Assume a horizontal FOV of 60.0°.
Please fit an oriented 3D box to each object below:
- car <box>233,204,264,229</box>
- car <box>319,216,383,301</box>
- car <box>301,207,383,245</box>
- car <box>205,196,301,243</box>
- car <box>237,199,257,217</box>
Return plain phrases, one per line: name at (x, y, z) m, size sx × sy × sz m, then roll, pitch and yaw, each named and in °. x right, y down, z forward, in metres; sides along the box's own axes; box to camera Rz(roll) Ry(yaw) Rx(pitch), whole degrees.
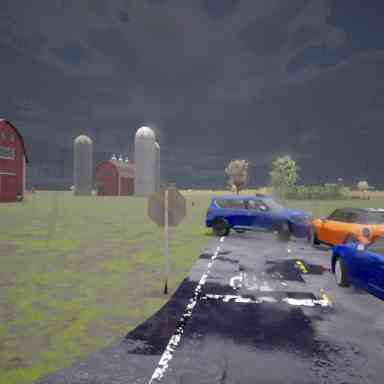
car at (3.818, 1.598, 22.711) m, size 1.895 × 1.301 × 4.718 m, roll 0°, pitch 0°, yaw 9°
car at (4.471, 1.479, 6.310) m, size 1.882 × 1.535 × 5.008 m, roll 0°, pitch 0°, yaw -3°
car at (6.183, 1.361, 12.668) m, size 2.097 × 1.767 × 4.553 m, roll 0°, pitch 0°, yaw -4°
car at (3.270, 1.215, 16.554) m, size 5.566 × 2.045 × 2.150 m, roll 0°, pitch 0°, yaw 38°
car at (5.454, 1.497, 33.021) m, size 1.837 × 1.490 × 4.892 m, roll 0°, pitch 0°, yaw 9°
